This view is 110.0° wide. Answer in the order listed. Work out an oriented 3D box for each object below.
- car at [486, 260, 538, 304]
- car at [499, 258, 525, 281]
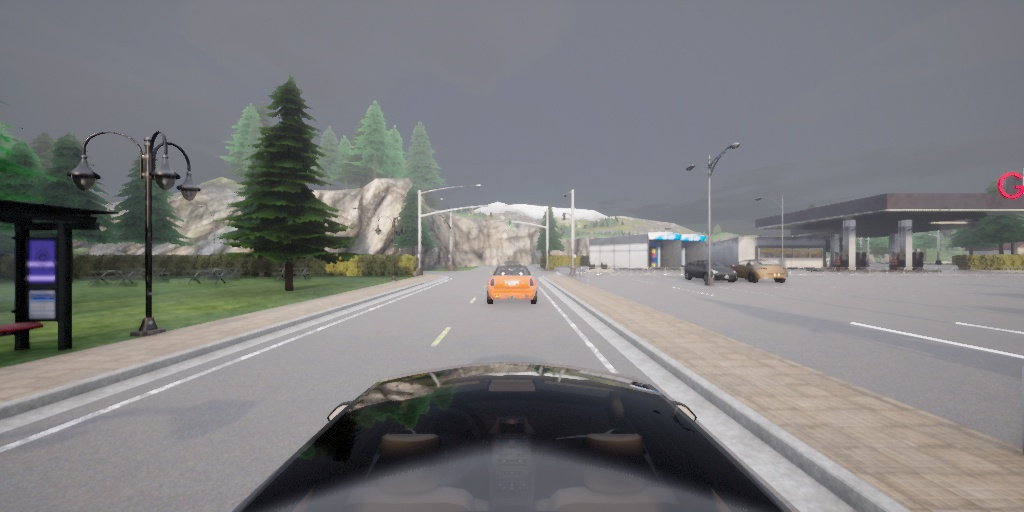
[{"bbox_3d":[0.000,1.115,16.470,2.097,1.767,4.553,0,0,0],"label":"car"},{"bbox_3d":[0.000,1.115,31.470,2.097,1.767,4.553,0,0,0],"label":"car"}]
